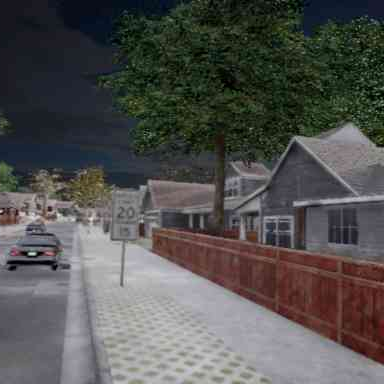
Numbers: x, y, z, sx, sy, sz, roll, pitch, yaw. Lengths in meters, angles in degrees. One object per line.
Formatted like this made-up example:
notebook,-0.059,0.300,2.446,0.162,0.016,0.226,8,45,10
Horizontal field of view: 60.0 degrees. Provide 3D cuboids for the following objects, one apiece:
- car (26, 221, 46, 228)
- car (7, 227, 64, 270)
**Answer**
car,-18.361,4.109,39.283,2.033,1.411,5.357,4,-5,-19
car,-6.839,2.535,14.850,2.033,1.411,5.357,4,-5,-19
